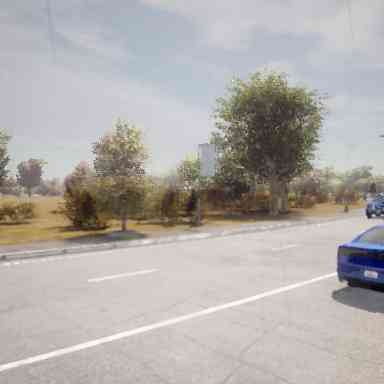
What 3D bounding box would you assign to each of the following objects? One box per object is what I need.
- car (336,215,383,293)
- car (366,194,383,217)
[{"bbox_3d":[5.480,1.487,8.194,5.008,1.535,1.882,0,0,-39],"label":"car"},{"bbox_3d":[17.081,1.244,29.261,2.150,2.045,5.566,0,0,41],"label":"car"}]
